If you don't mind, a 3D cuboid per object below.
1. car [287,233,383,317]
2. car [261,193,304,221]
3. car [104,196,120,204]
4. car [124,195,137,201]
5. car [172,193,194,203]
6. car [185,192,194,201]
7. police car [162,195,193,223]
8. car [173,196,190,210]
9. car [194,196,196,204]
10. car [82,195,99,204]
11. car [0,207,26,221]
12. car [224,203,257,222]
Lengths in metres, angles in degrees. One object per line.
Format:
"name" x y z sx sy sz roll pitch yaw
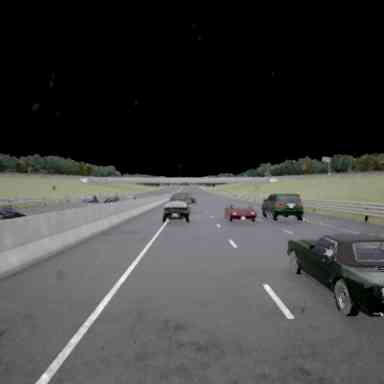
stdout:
"car" 3.593 1.565 7.317 1.895 1.301 4.718 0 0 0
"car" 7.029 1.109 26.252 2.150 2.045 5.566 0 0 0
"car" -14.394 1.352 60.553 2.033 1.411 5.357 0 0 0
"car" -10.892 1.333 59.115 1.812 1.442 4.674 0 0 0
"car" -1.173 1.084 34.841 2.150 2.045 5.566 0 0 0
"car" -0.544 0.963 74.276 2.097 1.767 4.553 0 0 -1
"police car" -1.113 1.319 24.913 1.930 1.638 5.238 0 0 0
"car" -1.218 1.322 40.817 1.882 1.535 5.008 0 0 0
"car" -0.339 1.160 58.027 2.097 1.767 4.553 0 0 -1
"car" -17.879 1.335 58.829 1.812 1.442 4.674 0 0 0
"car" -10.634 1.486 17.775 1.994 1.385 4.181 0 0 0
"car" 3.534 1.493 25.146 1.895 1.301 4.718 0 0 0
